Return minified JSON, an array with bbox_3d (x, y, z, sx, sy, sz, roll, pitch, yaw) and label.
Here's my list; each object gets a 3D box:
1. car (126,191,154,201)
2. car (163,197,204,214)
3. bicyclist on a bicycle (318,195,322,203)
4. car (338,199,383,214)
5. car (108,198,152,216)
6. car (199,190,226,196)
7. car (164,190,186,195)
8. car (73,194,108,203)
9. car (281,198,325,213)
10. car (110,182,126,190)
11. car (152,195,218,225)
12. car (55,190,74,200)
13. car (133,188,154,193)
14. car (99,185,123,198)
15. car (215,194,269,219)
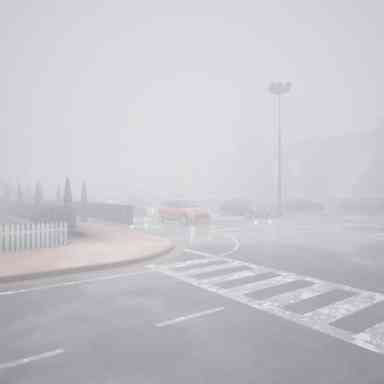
[{"bbox_3d":[-7.024,1.093,44.135,2.033,1.411,5.357,0,4,-37],"label":"car"},{"bbox_3d":[-1.059,1.424,36.256,1.882,1.535,5.008,0,1,-37],"label":"car"},{"bbox_3d":[18.084,1.291,47.388,1.656,1.620,0.582,0,0,-37],"label":"bicyclist on a bicycle"},{"bbox_3d":[17.872,1.476,34.804,1.882,1.535,5.008,0,0,-37],"label":"car"},{"bbox_3d":[-6.031,1.566,31.220,1.895,1.301,4.718,0,1,-37],"label":"car"},{"bbox_3d":[3.361,0.666,53.941,2.150,2.045,5.566,0,4,-37],"label":"car"},{"bbox_3d":[-2.913,0.458,56.458,1.882,1.535,5.008,0,5,-37],"label":"car"},{"bbox_3d":[-11.969,1.212,39.065,1.895,1.301,4.718,0,3,-37],"label":"car"},{"bbox_3d":[12.069,1.470,36.652,1.882,1.535,5.008,0,0,-37],"label":"car"},{"bbox_3d":[-14.795,-1.300,66.277,1.882,1.535,5.008,0,7,-37],"label":"car"},{"bbox_3d":[-0.598,1.351,24.066,2.097,1.767,4.553,0,0,-37],"label":"car"},{"bbox_3d":[-17.944,0.397,47.054,1.994,1.385,4.181,0,6,-37],"label":"car"},{"bbox_3d":[-8.532,0.058,57.943,2.033,1.411,5.357,0,6,-37],"label":"car"},{"bbox_3d":[-13.000,0.248,52.142,1.812,1.442,4.674,0,6,-37],"label":"car"},{"bbox_3d":[4.511,1.346,28.917,2.097,1.767,4.553,0,0,-37],"label":"car"}]
